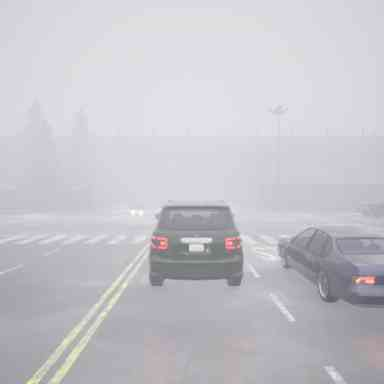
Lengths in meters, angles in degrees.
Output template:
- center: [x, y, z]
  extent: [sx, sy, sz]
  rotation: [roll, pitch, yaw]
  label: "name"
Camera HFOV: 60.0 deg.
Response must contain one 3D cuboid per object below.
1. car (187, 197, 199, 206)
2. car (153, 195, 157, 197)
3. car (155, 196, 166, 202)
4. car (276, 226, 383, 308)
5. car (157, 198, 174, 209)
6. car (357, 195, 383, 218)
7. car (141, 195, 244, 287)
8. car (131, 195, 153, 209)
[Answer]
- center: [0.104, 1.581, 56.103]
  extent: [1.994, 1.385, 4.181]
  rotation: [0, 0, 0]
  label: "car"
- center: [-7.063, 1.370, 59.928]
  extent: [2.097, 1.767, 4.553]
  rotation: [0, 0, 0]
  label: "car"
- center: [-6.995, 1.564, 75.238]
  extent: [2.033, 1.411, 5.357]
  rotation: [0, 0, 0]
  label: "car"
- center: [3.587, 1.550, 8.170]
  extent: [2.033, 1.411, 5.357]
  rotation: [0, 0, 0]
  label: "car"
- center: [-3.583, 1.578, 45.769]
  extent: [1.994, 1.385, 4.181]
  rotation: [0, 0, -1]
  label: "car"
- center: [17.403, 1.176, 28.828]
  extent: [5.566, 2.045, 2.150]
  rotation: [0, 0, 0]
  label: "car"
- center: [0.090, 1.226, 9.499]
  extent: [2.150, 2.045, 5.566]
  rotation: [0, 0, 0]
  label: "car"
- center: [-7.087, 1.506, 45.245]
  extent: [2.128, 1.511, 4.902]
  rotation: [0, 0, 0]
  label: "car"
